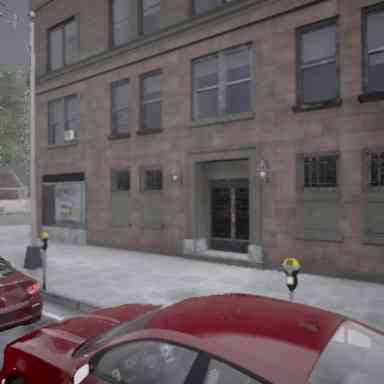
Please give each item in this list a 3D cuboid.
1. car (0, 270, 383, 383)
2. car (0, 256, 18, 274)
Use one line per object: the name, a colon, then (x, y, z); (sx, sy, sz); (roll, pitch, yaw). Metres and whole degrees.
car: (0.189, 1.557, 2.675); (4.507, 1.381, 1.887); (-1, 0, 35)
car: (-4.303, 1.649, 5.878); (4.206, 1.307, 1.802); (-1, 0, 35)
